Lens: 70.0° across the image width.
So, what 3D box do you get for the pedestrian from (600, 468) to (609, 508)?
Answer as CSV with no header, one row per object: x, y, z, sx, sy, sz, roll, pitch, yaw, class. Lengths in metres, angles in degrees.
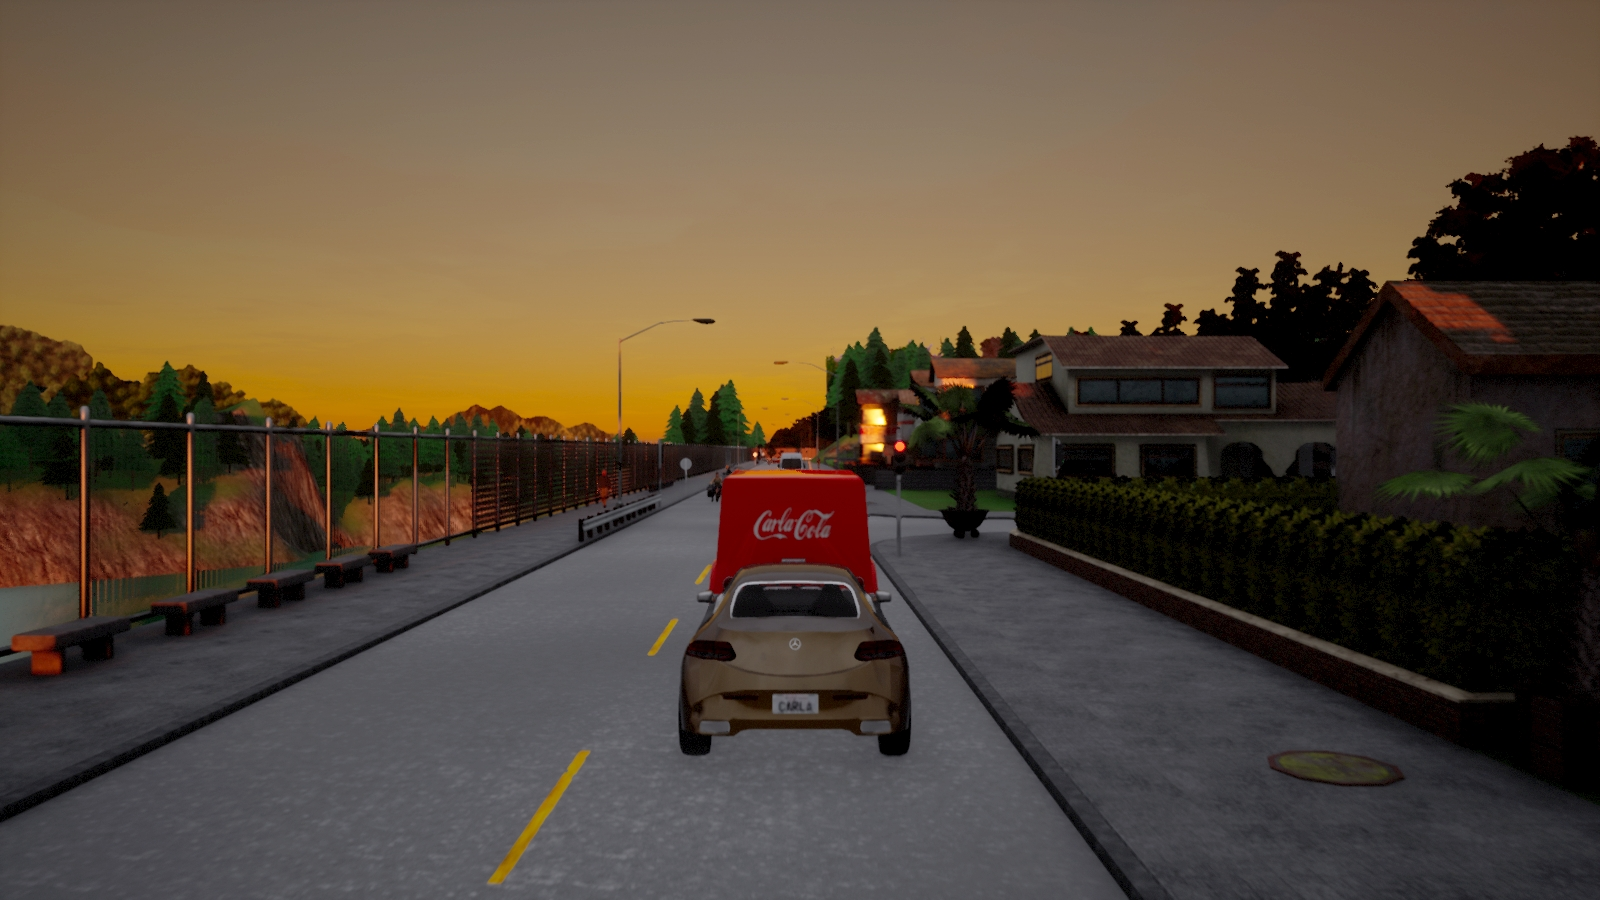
-8.972,1.737,52.452,0.375,1.860,0.375,0,0,-1,pedestrian

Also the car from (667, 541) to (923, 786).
-0.059,1.990,12.106,2.152,1.651,5.027,0,0,0,car

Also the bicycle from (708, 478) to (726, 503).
-4.424,2.149,61.116,0.859,1.276,1.487,0,0,0,bicycle

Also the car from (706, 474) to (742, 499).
-4.482,2.145,67.960,1.895,1.301,4.718,0,0,0,car

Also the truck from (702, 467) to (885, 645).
-0.109,1.566,19.027,2.627,2.467,5.204,0,0,0,truck
